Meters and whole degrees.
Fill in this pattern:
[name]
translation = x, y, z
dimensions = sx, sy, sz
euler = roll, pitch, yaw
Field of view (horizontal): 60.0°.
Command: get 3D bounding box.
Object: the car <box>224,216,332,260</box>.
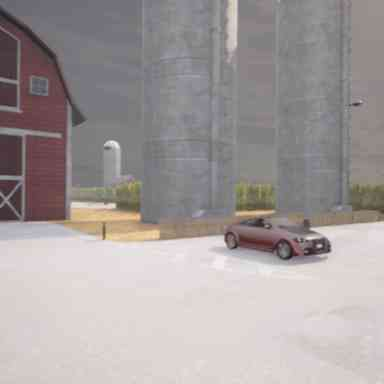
[car]
translation = 3.191, 1.659, 12.981
dimensions = 1.994, 1.381, 4.181
euler = 1, 0, -36
